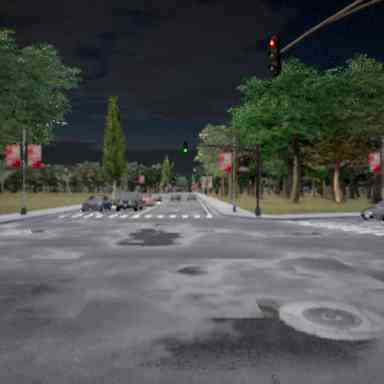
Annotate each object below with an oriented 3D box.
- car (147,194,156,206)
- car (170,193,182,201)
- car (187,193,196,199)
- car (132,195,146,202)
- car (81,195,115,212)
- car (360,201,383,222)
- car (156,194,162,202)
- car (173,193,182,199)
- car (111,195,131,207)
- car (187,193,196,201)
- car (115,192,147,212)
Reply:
[{"bbox_3d":[-6.603,1.047,45.996,2.097,1.767,4.553,0,0,0],"label":"car"},{"bbox_3d":[-3.308,1.074,65.779,2.128,1.511,4.902,0,0,0],"label":"car"},{"bbox_3d":[-0.067,0.956,76.229,1.895,1.301,4.718,0,0,0],"label":"car"},{"bbox_3d":[-9.806,1.203,61.776,1.895,1.301,4.718,0,0,0],"label":"car"},{"bbox_3d":[-9.855,1.120,34.625,2.097,1.767,4.553,0,0,0],"label":"car"},{"bbox_3d":[14.600,1.405,24.369,4.902,1.511,2.128,0,0,-23],"label":"car"},{"bbox_3d":[-6.558,1.133,60.842,1.812,1.442,4.674,0,0,0],"label":"car"},{"bbox_3d":[-3.317,0.956,76.226,1.895,1.301,4.718,0,0,0],"label":"car"},{"bbox_3d":[-9.848,1.197,46.501,1.837,1.490,4.892,0,0,0],"label":"car"},{"bbox_3d":[-0.058,1.074,65.782,2.128,1.511,4.902,0,0,0],"label":"car"},{"bbox_3d":[-6.603,0.982,35.730,2.150,2.045,5.566,0,0,0],"label":"car"}]
